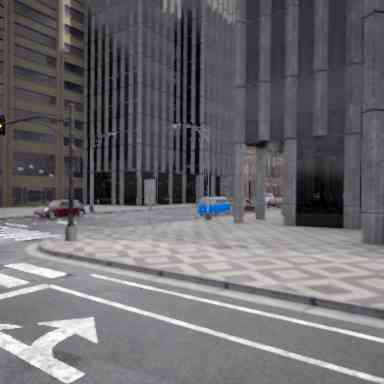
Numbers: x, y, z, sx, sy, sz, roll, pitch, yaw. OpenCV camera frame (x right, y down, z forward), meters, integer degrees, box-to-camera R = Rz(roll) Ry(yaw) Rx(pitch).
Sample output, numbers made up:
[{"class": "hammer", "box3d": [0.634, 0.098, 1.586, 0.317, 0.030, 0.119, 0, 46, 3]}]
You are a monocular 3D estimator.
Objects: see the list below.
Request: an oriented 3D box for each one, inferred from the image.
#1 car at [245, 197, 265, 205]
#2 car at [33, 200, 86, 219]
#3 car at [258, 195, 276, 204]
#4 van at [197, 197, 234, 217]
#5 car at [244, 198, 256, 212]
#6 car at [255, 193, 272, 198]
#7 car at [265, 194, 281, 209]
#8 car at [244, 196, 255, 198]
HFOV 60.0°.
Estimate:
[{"class": "car", "box3d": [11.163, 1.508, 58.912, 1.802, 1.307, 4.206, 1, 0, 36]}, {"class": "car", "box3d": [-11.161, 1.391, 28.058, 1.967, 1.590, 4.097, 1, 1, 36]}, {"class": "car", "box3d": [14.354, 1.370, 63.319, 1.967, 1.590, 4.097, 1, 0, 36]}, {"class": "van", "box3d": [2.127, 1.385, 31.877, 1.690, 1.788, 3.998, 1, 1, 36]}, {"class": "car", "box3d": [5.315, 1.619, 36.287, 1.802, 1.307, 4.206, 1, 1, 36]}, {"class": "car", "box3d": [11.715, 1.180, 54.954, 2.150, 2.045, 5.566, 1, 0, 36]}, {"class": "car", "box3d": [11.694, 1.467, 45.102, 1.967, 1.590, 4.097, 1, 0, 36]}, {"class": "car", "box3d": [7.974, 1.466, 54.505, 1.887, 1.381, 4.507, 1, 0, 36]}]
